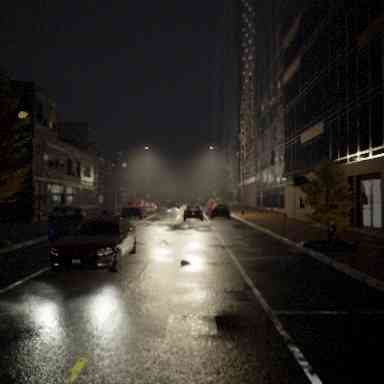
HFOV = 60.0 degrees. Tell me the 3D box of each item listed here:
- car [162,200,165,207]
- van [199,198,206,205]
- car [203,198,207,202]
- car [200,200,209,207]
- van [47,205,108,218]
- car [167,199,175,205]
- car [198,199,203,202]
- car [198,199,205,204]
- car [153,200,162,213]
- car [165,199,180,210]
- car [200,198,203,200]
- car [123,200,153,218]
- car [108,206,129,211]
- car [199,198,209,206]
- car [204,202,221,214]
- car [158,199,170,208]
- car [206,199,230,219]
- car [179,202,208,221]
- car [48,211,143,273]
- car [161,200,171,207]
[{"bbox_3d":[-5.643,2.155,50.346,1.887,1.381,4.507,1,-1,0],"label":"car"},{"bbox_3d":[2.739,2.433,89.793,1.690,1.788,3.998,1,-1,0],"label":"van"},{"bbox_3d":[2.732,1.787,39.000,2.192,1.841,5.009,1,-1,0],"label":"car"},{"bbox_3d":[2.756,2.467,72.859,1.802,1.307,4.206,1,-1,0],"label":"car"},{"bbox_3d":[-5.663,1.542,16.487,1.690,1.788,3.998,1,-1,0],"label":"van"},{"bbox_3d":[-5.615,2.659,89.851,1.947,1.339,4.313,1,-1,0],"label":"car"},{"bbox_3d":[0.090,2.018,42.257,1.837,1.490,4.892,0,0,1],"label":"car"},{"bbox_3d":[2.736,2.728,95.433,1.947,1.339,4.313,1,-1,0],"label":"car"},{"bbox_3d":[-5.647,2.092,44.703,2.008,1.369,4.403,1,-1,0],"label":"car"},{"bbox_3d":[-3.019,2.182,55.763,1.837,1.490,4.892,0,-1,0],"label":"car"},{"bbox_3d":[2.749,2.382,67.215,1.947,1.339,4.313,1,-1,0],"label":"car"},{"bbox_3d":[-5.651,1.720,33.419,2.192,1.841,5.009,1,-1,0],"label":"car"},{"bbox_3d":[-5.664,1.851,22.128,1.802,1.307,4.206,1,-1,0],"label":"car"},{"bbox_3d":[2.769,2.269,78.505,2.192,1.841,5.009,1,-1,0],"label":"car"},{"bbox_3d":[2.733,2.106,44.640,1.947,1.339,4.313,1,-1,0],"label":"car"},{"bbox_3d":[-5.629,2.257,67.278,1.967,1.590,4.097,1,-1,0],"label":"car"},{"bbox_3d":[2.727,1.844,33.355,1.967,1.590,4.097,1,-1,0],"label":"car"},{"bbox_3d":[0.111,1.922,30.965,2.033,1.411,5.357,0,-1,0],"label":"car"},{"bbox_3d":[-3.092,1.616,11.382,1.882,1.535,5.008,0,-1,0],"label":"car"},{"bbox_3d":[-5.627,2.452,72.920,1.947,1.339,4.313,1,-1,0],"label":"car"}]
